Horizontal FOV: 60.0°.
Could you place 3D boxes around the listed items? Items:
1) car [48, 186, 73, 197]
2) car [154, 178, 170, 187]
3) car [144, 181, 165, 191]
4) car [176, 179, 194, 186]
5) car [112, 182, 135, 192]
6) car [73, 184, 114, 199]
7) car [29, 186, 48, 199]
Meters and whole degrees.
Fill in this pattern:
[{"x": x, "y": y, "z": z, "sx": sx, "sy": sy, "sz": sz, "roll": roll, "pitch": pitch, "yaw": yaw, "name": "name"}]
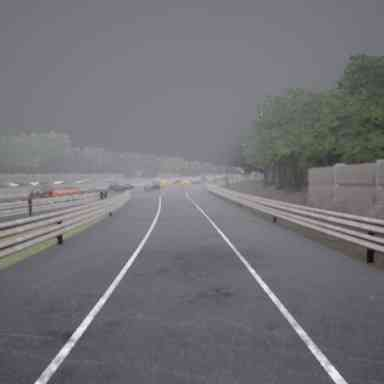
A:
[{"x": -15.641, "y": 0.003, "z": 42.601, "sx": 2.097, "sy": 1.767, "sz": 4.553, "roll": 0, "pitch": 3, "yaw": 15, "name": "car"}, {"x": -6.520, "y": -1.893, "z": 77.503, "sx": 1.882, "sy": 1.535, "sz": 5.008, "roll": 0, "pitch": 3, "yaw": 15, "name": "car"}, {"x": -7.175, "y": -0.958, "z": 61.150, "sx": 2.128, "sy": 1.511, "sz": 4.902, "roll": 0, "pitch": 3, "yaw": 15, "name": "car"}, {"x": -1.616, "y": -2.199, "z": 82.422, "sx": 1.882, "sy": 1.535, "sz": 5.008, "roll": 0, "pitch": 3, "yaw": 15, "name": "car"}, {"x": -11.573, "y": -0.752, "z": 58.168, "sx": 1.837, "sy": 1.490, "sz": 4.892, "roll": 0, "pitch": 3, "yaw": 15, "name": "car"}, {"x": -12.241, "y": 0.169, "z": 41.772, "sx": 2.128, "sy": 1.511, "sz": 4.902, "roll": 0, "pitch": 3, "yaw": 15, "name": "car"}, {"x": -19.028, "y": -0.026, "z": 43.485, "sx": 2.097, "sy": 1.767, "sz": 4.553, "roll": 0, "pitch": 3, "yaw": 15, "name": "car"}]
